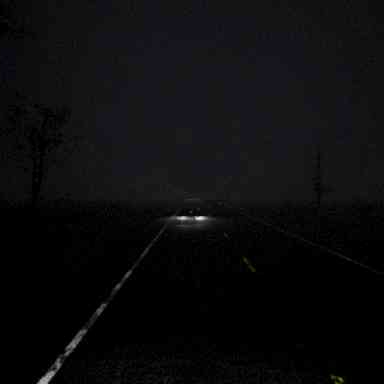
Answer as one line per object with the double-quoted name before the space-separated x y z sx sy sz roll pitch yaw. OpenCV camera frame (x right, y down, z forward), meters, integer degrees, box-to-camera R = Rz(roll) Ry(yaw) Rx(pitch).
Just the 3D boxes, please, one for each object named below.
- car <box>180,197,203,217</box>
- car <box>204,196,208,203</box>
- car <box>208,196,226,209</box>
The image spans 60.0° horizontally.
"car" -0.046 1.516 31.927 1.812 1.442 4.674 0 0 0
"car" 3.621 1.532 70.155 1.994 1.385 4.181 0 0 0
"car" 3.678 1.540 46.288 2.033 1.411 5.357 0 0 0
